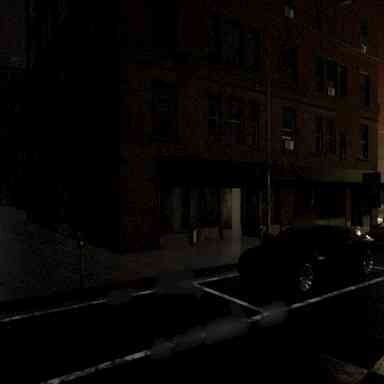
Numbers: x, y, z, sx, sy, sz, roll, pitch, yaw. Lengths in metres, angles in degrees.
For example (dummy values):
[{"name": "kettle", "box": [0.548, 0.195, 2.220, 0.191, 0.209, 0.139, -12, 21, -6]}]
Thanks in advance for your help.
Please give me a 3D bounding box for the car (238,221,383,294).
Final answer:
[{"name": "car", "box": [3.175, 1.566, 8.809, 4.313, 1.339, 1.947, 0, 0, -36]}]
